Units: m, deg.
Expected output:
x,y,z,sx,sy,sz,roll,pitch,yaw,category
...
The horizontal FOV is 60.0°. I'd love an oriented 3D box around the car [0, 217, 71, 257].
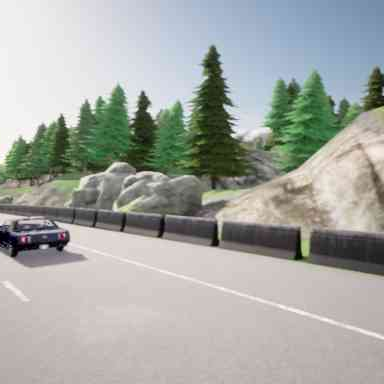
x,y,z,sx,sy,sz,roll,pitch,yaw,category
-6.648,1.669,13.427,1.895,1.301,4.718,-1,0,-40,car
